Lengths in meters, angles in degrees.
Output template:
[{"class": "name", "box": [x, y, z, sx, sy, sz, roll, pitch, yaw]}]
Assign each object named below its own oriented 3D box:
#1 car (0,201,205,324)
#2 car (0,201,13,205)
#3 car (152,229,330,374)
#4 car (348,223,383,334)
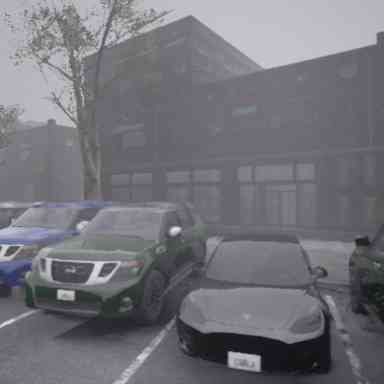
[{"class": "car", "box": [-1.181, 1.278, 7.775, 2.435, 2.045, 5.566, 0, -1, 16]}, {"class": "car", "box": [-3.582, 1.298, 9.505, 2.435, 2.045, 5.566, 0, -1, 16]}, {"class": "car", "box": [1.231, 1.538, 6.045, 2.163, 1.488, 4.792, 0, -1, 16]}, {"class": "car", "box": [3.622, 1.238, 4.376, 2.435, 2.045, 5.566, 0, -1, 16]}]
